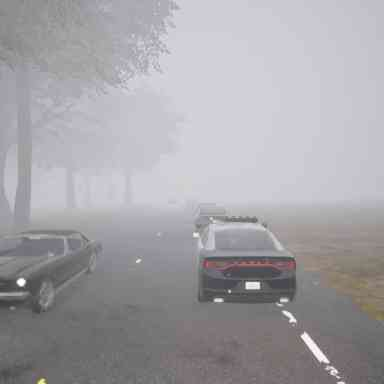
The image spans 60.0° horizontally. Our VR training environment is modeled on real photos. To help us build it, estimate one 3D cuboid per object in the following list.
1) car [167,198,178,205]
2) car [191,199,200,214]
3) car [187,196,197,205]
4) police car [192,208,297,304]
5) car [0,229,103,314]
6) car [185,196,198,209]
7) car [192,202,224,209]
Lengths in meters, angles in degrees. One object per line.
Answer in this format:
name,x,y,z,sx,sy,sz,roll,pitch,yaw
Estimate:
car,-3.465,1.680,59.504,1.895,1.301,4.718,0,0,0
car,1.065,1.508,24.258,1.837,1.490,4.892,0,0,0
car,0.037,1.576,63.656,1.882,1.535,5.008,0,0,0
police car,1.057,1.423,8.364,1.930,1.638,5.238,0,0,0
car,-3.593,1.598,7.737,1.895,1.301,4.718,0,0,0
car,0.053,1.579,45.925,2.033,1.411,5.357,0,0,0
car,1.062,1.505,18.256,1.837,1.490,4.892,0,0,0
